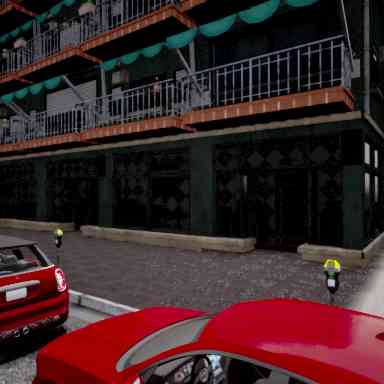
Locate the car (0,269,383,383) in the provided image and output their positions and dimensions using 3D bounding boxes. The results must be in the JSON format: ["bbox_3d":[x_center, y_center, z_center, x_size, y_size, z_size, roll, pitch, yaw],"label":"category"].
[{"bbox_3d":[0.592,1.545,2.455,4.507,1.381,1.887,0,0,35],"label":"car"}]

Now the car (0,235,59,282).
[{"bbox_3d":[-4.000,1.440,5.725,4.097,1.590,1.967,0,0,35],"label":"car"}]
